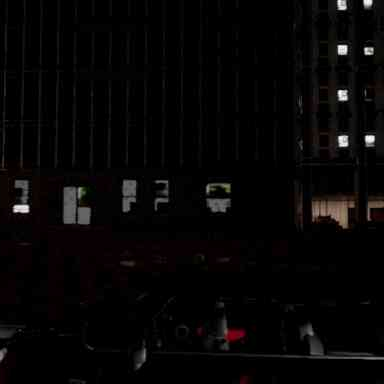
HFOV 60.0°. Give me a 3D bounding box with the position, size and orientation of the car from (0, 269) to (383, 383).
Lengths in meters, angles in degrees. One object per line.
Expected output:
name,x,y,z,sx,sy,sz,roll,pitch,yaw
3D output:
car,-0.016,1.554,3.412,4.097,1.590,1.967,1,-3,4
